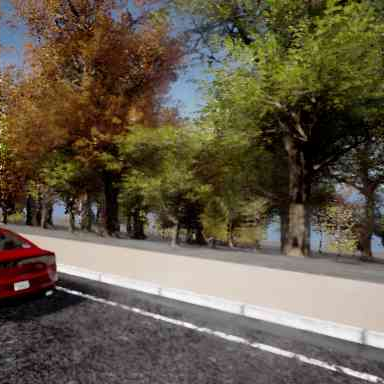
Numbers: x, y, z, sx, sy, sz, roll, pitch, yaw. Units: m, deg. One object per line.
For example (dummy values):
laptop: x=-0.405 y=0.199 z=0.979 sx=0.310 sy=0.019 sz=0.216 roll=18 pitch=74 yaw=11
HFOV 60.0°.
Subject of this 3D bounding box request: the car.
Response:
car: x=-4.982 y=1.480 z=7.224 sx=5.008 sy=1.535 sz=1.882 roll=0 pitch=0 yaw=35
